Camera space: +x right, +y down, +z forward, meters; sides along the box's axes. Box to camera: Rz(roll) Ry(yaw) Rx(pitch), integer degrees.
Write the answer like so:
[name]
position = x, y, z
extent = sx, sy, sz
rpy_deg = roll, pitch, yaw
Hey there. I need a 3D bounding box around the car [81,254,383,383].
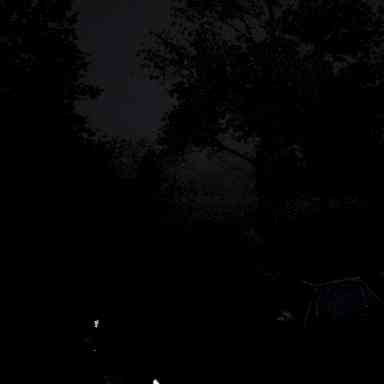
[car]
position = 1.105, 1.609, 4.365
extent = 4.718, 1.301, 1.895
rpy_deg = 1, 0, -34
